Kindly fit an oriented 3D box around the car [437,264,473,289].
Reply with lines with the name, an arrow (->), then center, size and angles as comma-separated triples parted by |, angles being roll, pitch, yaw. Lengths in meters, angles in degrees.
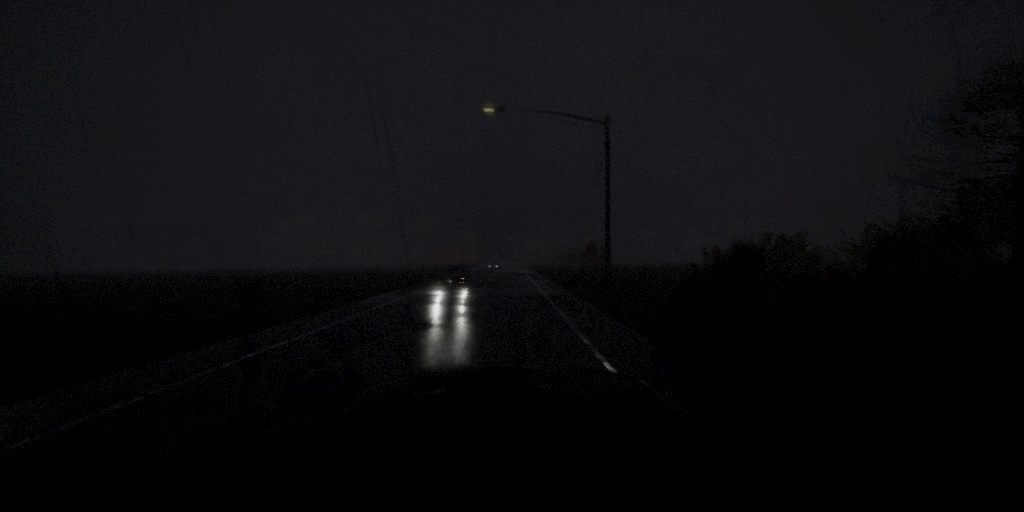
car -> -3.633, 1.273, 23.471 | 1.837, 1.490, 4.892 | 0, 0, 0
